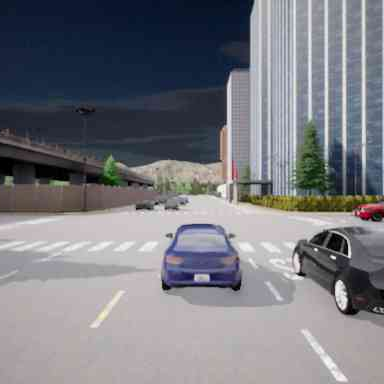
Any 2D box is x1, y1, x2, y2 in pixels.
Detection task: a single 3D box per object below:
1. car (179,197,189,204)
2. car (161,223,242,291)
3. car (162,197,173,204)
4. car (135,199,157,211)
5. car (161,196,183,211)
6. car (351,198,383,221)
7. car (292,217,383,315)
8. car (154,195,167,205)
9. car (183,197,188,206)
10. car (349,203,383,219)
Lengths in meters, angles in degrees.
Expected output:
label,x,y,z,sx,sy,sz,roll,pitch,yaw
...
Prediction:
label,x,y,z,sx,sy,sz,roll,pitch,yaw
car,-1.813,1.849,75.759,1.882,1.535,5.008,0,0,1
car,0.238,1.570,9.006,1.812,1.442,4.674,0,0,1
car,-5.369,1.911,73.313,1.994,1.385,4.181,0,0,1
car,-6.169,1.813,43.552,1.895,1.301,4.718,0,0,2
car,-2.622,1.718,44.114,1.837,1.490,4.892,0,1,1
car,16.498,1.416,27.387,5.566,2.045,2.150,0,0,1
car,3.723,1.544,7.588,1.837,1.490,4.892,0,0,2
car,-5.689,1.522,61.845,2.150,2.045,5.566,0,0,1
car,-2.229,1.801,60.518,1.837,1.490,4.892,0,0,2
car,17.300,1.737,30.858,4.674,1.442,1.812,0,0,1
